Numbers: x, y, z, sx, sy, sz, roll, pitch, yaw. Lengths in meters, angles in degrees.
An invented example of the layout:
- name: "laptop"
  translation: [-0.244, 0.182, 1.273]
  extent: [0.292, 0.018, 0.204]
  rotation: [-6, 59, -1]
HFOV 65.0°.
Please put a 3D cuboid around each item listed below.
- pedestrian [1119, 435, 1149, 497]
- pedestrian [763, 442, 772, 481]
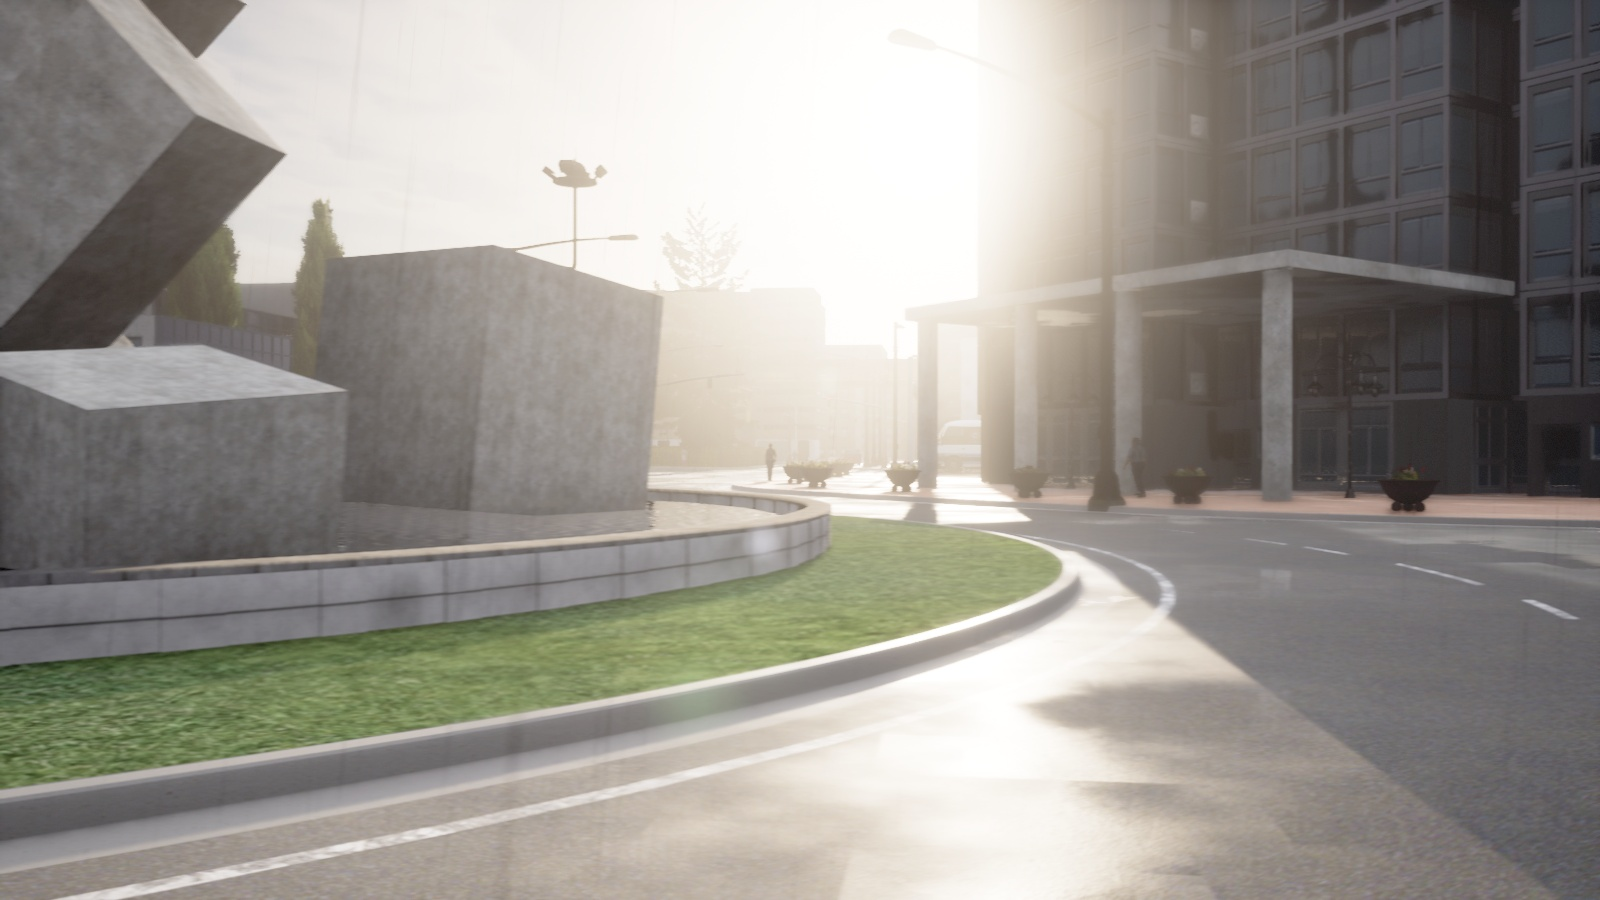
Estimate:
- name: "pedestrian"
  translation: [10.068, 0.470, 37.845]
  extent: [0.540, 1.848, 0.694]
  rotation: [0, 0, -27]
- name: "pedestrian"
  translation: [-1.493, 0.534, 58.070]
  extent: [0.328, 1.805, 0.869]
  rotation: [0, 0, 4]
